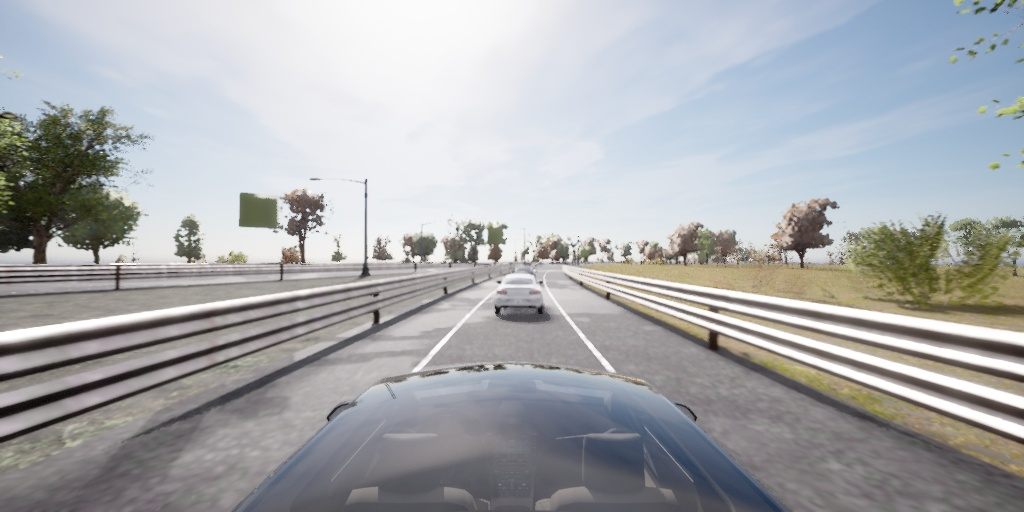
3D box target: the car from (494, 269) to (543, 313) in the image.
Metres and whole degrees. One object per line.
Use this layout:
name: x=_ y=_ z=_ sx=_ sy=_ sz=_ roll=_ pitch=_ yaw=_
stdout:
car: x=0.317 y=1.447 z=14.807 sx=1.812 sy=1.442 sz=4.674 roll=0 pitch=-1 yaw=3

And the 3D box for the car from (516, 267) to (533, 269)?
car: x=1.018 y=1.614 z=29.027 sx=1.837 sy=1.490 sz=4.892 roll=0 pitch=0 yaw=4
